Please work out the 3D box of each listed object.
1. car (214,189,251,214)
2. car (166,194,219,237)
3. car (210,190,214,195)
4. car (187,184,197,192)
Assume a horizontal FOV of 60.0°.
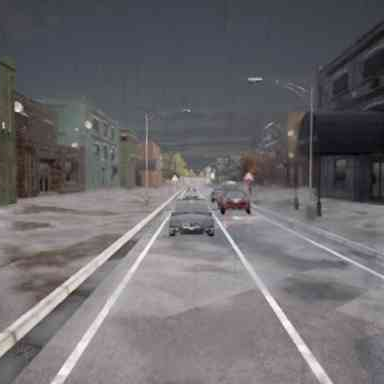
[{"bbox_3d":[3.031,0.568,24.831,2.097,1.767,4.553,0,2,0],"label":"car"},{"bbox_3d":[-0.017,1.040,14.919,1.837,1.490,4.892,0,2,0],"label":"car"},{"bbox_3d":[2.986,0.365,36.729,2.033,1.411,5.357,0,2,0],"label":"car"},{"bbox_3d":[-0.074,-0.786,67.430,2.128,1.511,4.902,0,2,0],"label":"car"}]
